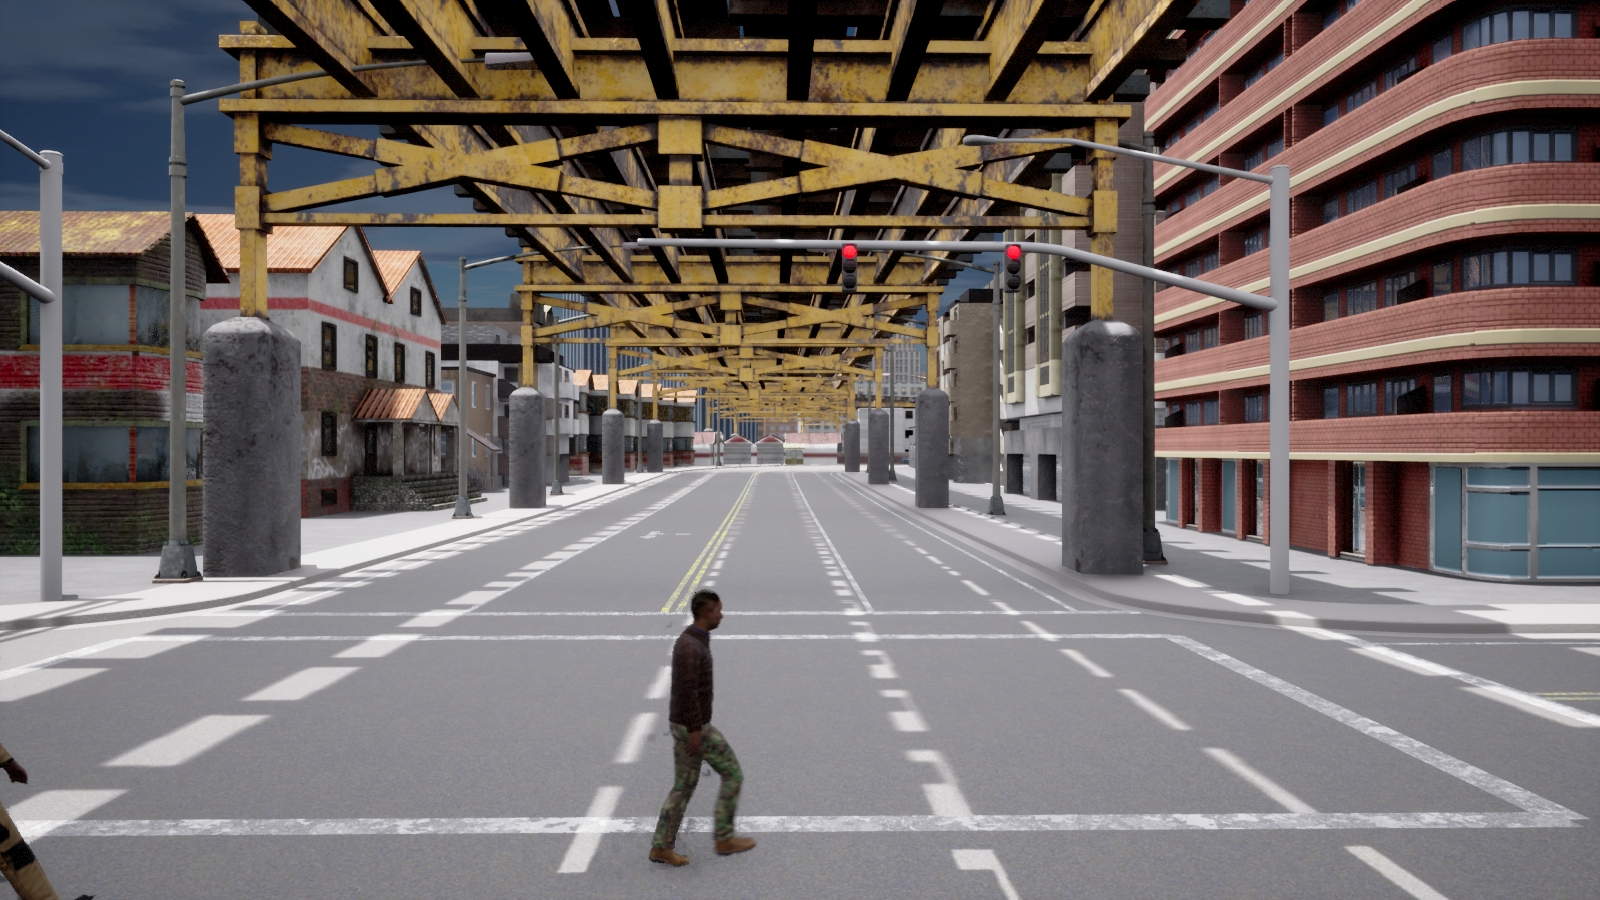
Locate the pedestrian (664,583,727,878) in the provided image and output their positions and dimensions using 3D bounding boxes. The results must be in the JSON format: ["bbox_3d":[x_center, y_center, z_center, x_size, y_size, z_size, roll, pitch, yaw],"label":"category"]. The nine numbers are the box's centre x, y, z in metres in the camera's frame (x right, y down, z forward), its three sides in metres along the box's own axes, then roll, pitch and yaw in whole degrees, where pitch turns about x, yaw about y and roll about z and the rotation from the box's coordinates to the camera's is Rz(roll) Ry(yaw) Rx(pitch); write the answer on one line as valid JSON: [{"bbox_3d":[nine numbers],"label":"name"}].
[{"bbox_3d":[-0.704,1.848,7.641,0.375,1.860,0.375,0,0,-12],"label":"pedestrian"}]
